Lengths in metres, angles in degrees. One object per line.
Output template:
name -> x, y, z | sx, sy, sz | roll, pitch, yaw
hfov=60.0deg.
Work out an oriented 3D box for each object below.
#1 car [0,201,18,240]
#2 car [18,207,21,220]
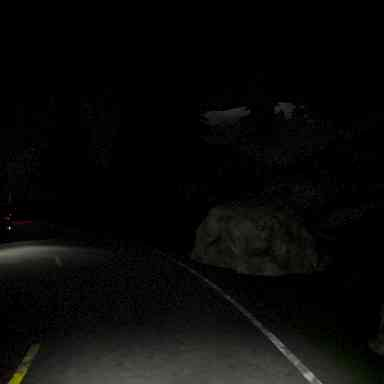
car -> -10.729, 1.230, 16.512 | 2.150, 2.045, 5.566 | 0, 0, -42
car -> -15.332, 1.504, 26.758 | 2.128, 1.511, 4.902 | 0, 0, -44
